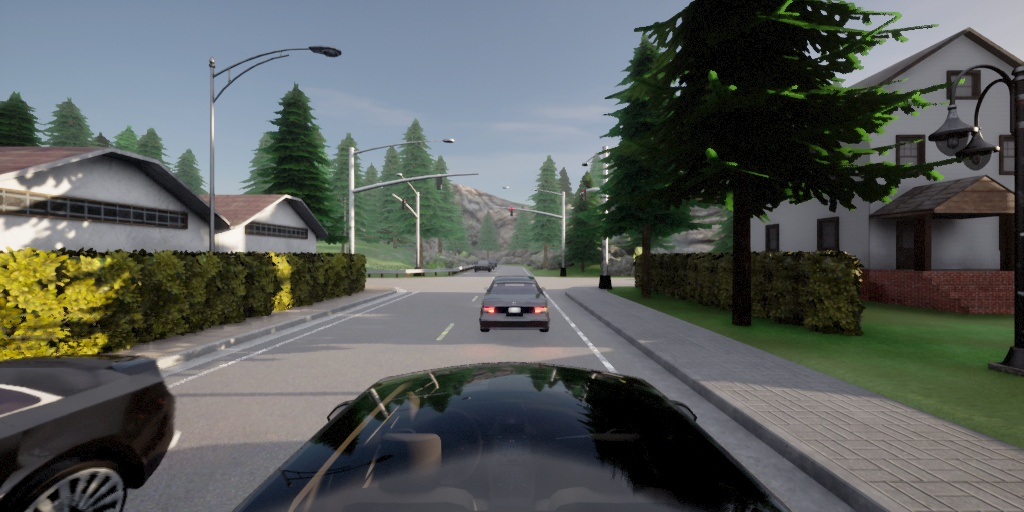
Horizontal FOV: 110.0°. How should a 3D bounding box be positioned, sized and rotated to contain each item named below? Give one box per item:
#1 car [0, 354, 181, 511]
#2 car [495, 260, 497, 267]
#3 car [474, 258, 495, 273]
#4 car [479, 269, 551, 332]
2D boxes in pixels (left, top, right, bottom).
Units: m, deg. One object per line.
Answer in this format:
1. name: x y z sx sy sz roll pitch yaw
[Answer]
1. car: -3.605 1.241 0.804 2.128 1.511 4.902 0 0 0
2. car: -3.521 1.350 54.263 1.895 1.301 4.718 0 0 0
3. car: -3.558 1.227 44.383 1.882 1.535 5.008 0 0 0
4. car: 0.077 1.297 10.807 2.033 1.411 5.357 0 0 0
